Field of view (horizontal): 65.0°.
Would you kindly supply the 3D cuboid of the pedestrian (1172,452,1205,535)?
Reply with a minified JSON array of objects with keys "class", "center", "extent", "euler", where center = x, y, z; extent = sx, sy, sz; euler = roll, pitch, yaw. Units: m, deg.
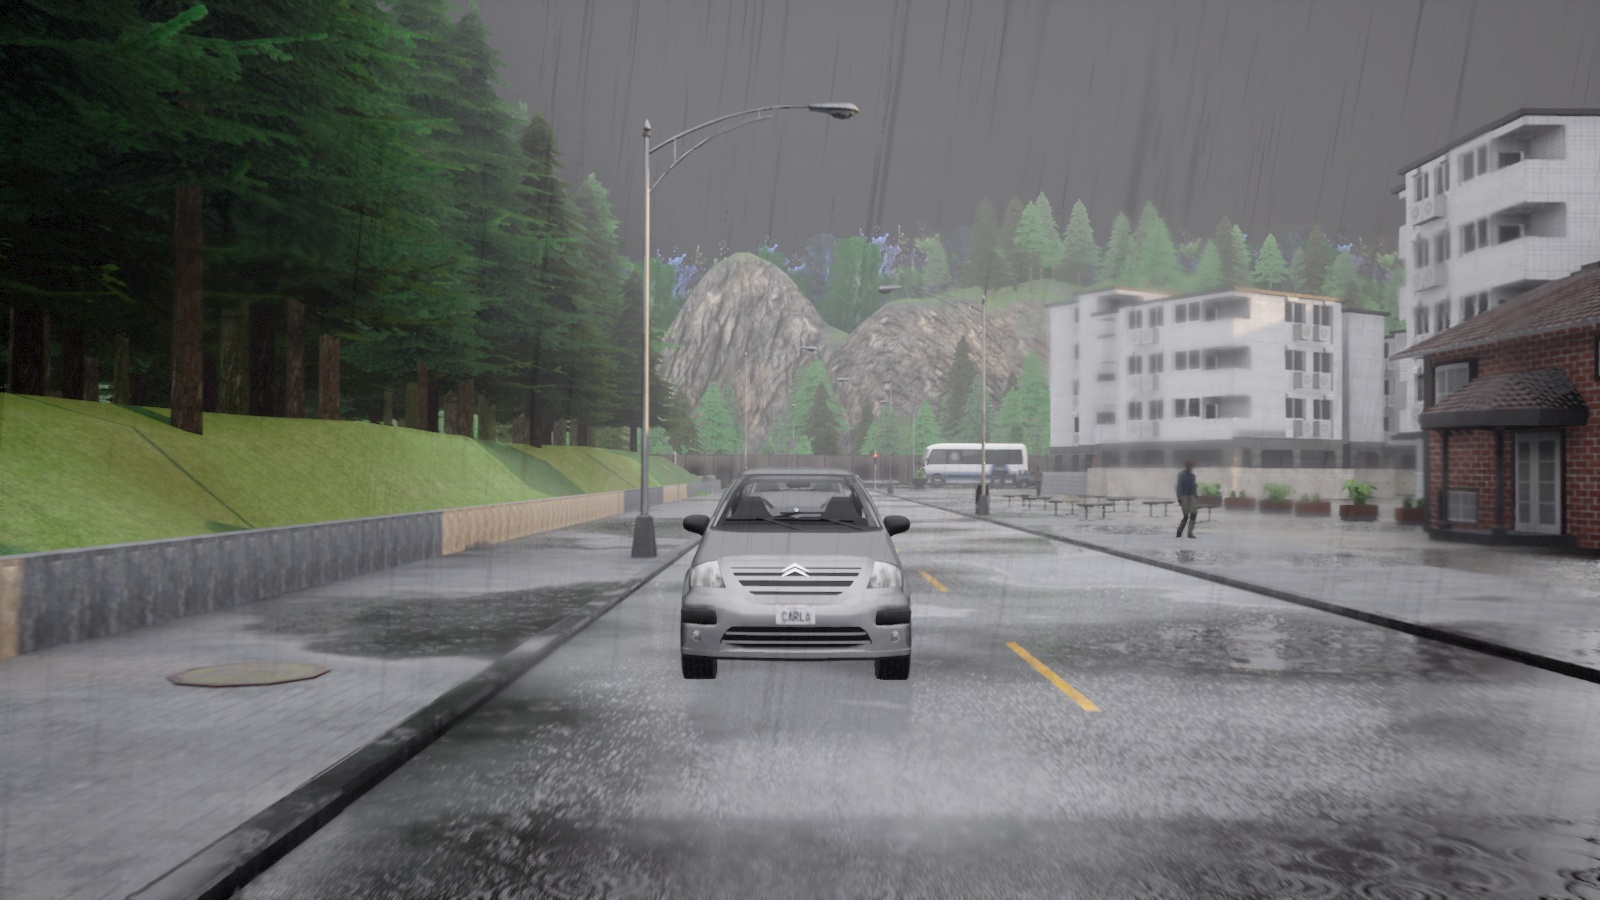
[{"class":"pedestrian","center":[8.646,0.960,27.962],"extent":[0.370,1.835,0.726],"euler":[0,-1,-11]}]

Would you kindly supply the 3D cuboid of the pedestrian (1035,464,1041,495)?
[{"class":"pedestrian","center":[13.895,1.704,73.246],"extent":[0.328,1.805,0.869],"euler":[0,-1,9]}]

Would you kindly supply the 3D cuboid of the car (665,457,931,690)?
[{"class":"car","center":[-0.022,0.895,10.774],"extent":[1.851,1.617,3.988],"euler":[0,-1,0]}]
